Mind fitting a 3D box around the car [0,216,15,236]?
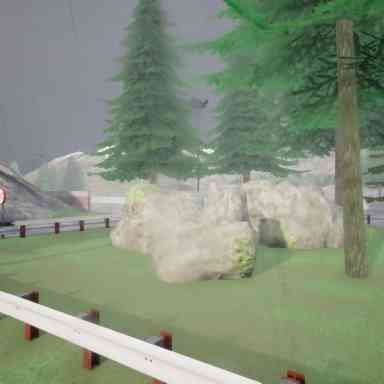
[{"bbox_3d":[-10.854,1.358,15.540,5.357,1.411,2.033,0,0,20],"label":"car"}]
